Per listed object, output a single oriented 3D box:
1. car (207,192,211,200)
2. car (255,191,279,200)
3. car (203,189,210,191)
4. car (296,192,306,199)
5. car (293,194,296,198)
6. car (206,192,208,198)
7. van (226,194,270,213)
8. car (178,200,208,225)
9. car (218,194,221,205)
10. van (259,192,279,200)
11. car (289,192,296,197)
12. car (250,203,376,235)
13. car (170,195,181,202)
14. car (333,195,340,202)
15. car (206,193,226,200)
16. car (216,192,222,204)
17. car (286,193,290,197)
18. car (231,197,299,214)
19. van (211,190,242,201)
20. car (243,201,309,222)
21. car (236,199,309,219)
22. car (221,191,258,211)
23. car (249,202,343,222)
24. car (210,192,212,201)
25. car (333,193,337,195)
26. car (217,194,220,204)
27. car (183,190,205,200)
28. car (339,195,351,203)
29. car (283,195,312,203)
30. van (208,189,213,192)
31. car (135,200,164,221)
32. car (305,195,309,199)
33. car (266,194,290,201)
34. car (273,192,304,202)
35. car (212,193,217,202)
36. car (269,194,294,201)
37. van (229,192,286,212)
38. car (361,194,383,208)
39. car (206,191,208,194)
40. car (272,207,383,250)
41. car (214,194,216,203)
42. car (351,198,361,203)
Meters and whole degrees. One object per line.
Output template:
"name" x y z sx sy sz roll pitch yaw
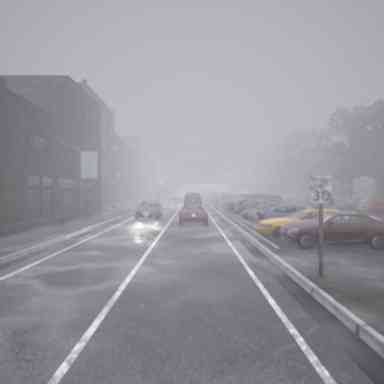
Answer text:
"car" 6.029 1.282 63.938 5.366 1.575 1.946 0 0 0
"car" 19.343 0.898 86.196 5.566 2.045 2.435 0 0 0
"car" 6.329 0.881 88.986 5.566 2.045 2.435 0 0 0
"car" 19.218 1.103 49.991 5.566 2.045 2.435 0 0 0
"car" 19.260 1.341 52.779 5.008 1.535 2.097 0 0 0
"car" 6.248 1.237 72.288 5.008 1.535 2.097 0 0 0
"van" 6.001 1.189 36.104 4.442 1.987 1.878 0 0 0
"car" 0.099 1.495 23.739 1.994 1.385 4.181 0 0 0
"car" 6.322 1.389 41.670 5.366 1.575 1.946 0 0 0
"van" 19.245 0.941 83.411 4.442 1.987 1.878 0 0 0
"car" 19.233 1.203 55.564 4.553 1.767 2.185 0 0 0
"car" 5.864 1.488 16.623 5.366 1.575 1.946 0 0 0
"car" -3.266 1.290 68.217 1.812 1.442 4.674 0 1 0
"car" 19.177 1.433 38.854 4.792 1.488 2.163 0 0 0
"car" 6.286 1.150 86.204 5.008 1.535 2.097 0 0 0
"car" 6.125 1.243 47.238 4.553 1.767 2.185 0 0 0
"car" 19.269 1.314 58.348 5.008 1.535 2.097 0 0 0
"car" 6.082 1.449 27.755 4.892 1.521 2.231 0 0 0
"van" 6.078 1.089 58.433 4.442 1.987 1.878 0 0 0
"car" 6.072 1.509 22.189 4.674 1.452 2.002 0 0 0
"car" 6.050 1.488 24.972 4.792 1.488 2.163 0 0 0
"car" 6.079 1.175 33.320 5.566 2.045 2.435 0 0 0
"car" 6.089 1.510 19.405 4.792 1.488 2.163 0 0 0
"car" 6.173 1.174 61.154 4.553 1.767 2.185 0 0 0
"car" 19.258 1.254 44.422 4.553 1.767 2.185 0 0 0
"car" 6.153 1.382 44.454 4.892 1.521 2.231 0 0 0
"car" 0.094 1.098 40.459 2.150 2.045 5.566 0 0 0
"car" 19.203 1.414 36.068 5.008 1.535 2.097 0 0 0
"car" 19.287 1.339 61.133 4.674 1.452 2.002 0 0 0
"van" 6.369 0.994 75.069 4.442 1.987 1.878 0 0 0
"car" -3.349 1.414 26.651 2.128 1.511 4.902 0 0 0
"car" 19.242 1.369 47.208 4.892 1.521 2.231 0 0 0
"car" 19.338 1.219 75.058 5.008 1.535 2.097 0 0 0
"car" 19.275 1.018 66.701 5.566 2.045 2.435 0 0 0
"car" 6.156 1.358 55.588 4.792 1.488 2.163 0 0 0
"car" 19.329 1.237 72.272 4.892 1.521 2.231 0 0 0
"van" 5.982 1.211 30.662 4.442 1.987 1.878 0 0 0
"car" 19.207 1.184 30.622 5.566 2.045 2.435 0 0 0
"car" 6.241 1.059 80.762 4.553 1.767 2.185 0 0 0
"car" 6.056 1.541 13.981 4.674 1.452 2.002 1 0 1
"car" 6.168 1.396 50.021 4.674 1.452 2.002 0 0 0
"car" 19.373 1.422 33.407 5.366 1.575 1.946 0 0 0
